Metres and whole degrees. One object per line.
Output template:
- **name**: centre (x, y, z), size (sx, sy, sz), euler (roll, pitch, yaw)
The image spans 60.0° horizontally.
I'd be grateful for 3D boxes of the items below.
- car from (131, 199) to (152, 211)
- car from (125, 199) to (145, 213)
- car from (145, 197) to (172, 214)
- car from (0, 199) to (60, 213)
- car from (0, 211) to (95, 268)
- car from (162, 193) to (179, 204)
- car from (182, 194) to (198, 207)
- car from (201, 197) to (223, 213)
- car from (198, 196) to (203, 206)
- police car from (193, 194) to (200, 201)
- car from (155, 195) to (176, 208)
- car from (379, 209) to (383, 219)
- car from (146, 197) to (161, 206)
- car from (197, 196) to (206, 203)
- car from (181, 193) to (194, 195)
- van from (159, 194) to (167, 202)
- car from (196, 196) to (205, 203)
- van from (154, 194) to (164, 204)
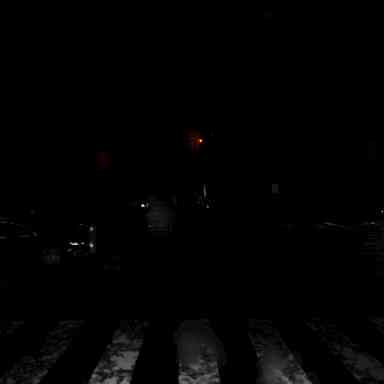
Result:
- **car**: centre (-6.229, 1.556, 41.322), size (2.008, 1.369, 4.403), euler (0, 0, -1)
- **car**: centre (-6.156, 1.555, 36.330), size (2.008, 1.369, 4.403), euler (0, 0, -1)
- **car**: centre (-3.473, 1.568, 34.735), size (1.994, 1.385, 4.181), euler (0, 0, -2)
- **car**: centre (-7.058, 1.303, 14.141), size (5.566, 2.045, 2.150), euler (-2, 1, -1)
- **car**: centre (-5.745, 1.588, 10.918), size (4.892, 1.490, 1.837), euler (-2, 0, -1)
- **car**: centre (-3.795, 1.365, 58.899), size (2.097, 1.767, 4.553), euler (0, 0, -1)
- **car**: centre (-0.524, 1.501, 52.364), size (2.128, 1.511, 4.902), euler (0, 0, -1)
- **car**: centre (2.369, 1.555, 36.451), size (2.008, 1.369, 4.403), euler (0, 0, -1)
- **car**: centre (2.210, 1.552, 47.339), size (1.887, 1.381, 4.507), euler (0, 0, -1)
- **police car**: centre (1.185, 1.461, 90.628), size (1.930, 1.638, 5.238), euler (0, 0, -1)
- **car**: centre (-3.609, 1.484, 44.834), size (1.882, 1.535, 5.008), euler (0, 0, -1)
- **car**: centre (14.625, 1.303, 21.105), size (4.718, 1.301, 1.895), euler (-1, 0, -1)
- **car**: centre (-6.441, 1.577, 55.892), size (1.947, 1.339, 4.313), euler (0, 0, -1)
- **car**: centre (1.907, 1.543, 68.112), size (1.752, 1.417, 4.829), euler (0, 0, -1)
- **car**: centre (-0.957, 1.547, 75.321), size (2.128, 1.511, 4.902), euler (0, 0, -1)
- **van**: centre (-6.757, 1.366, 77.543), size (1.690, 1.788, 3.998), euler (0, 0, -1)
- **car**: centre (1.833, 1.587, 73.231), size (1.947, 1.339, 4.313), euler (0, 0, -1)
- **van**: centre (-6.599, 1.358, 66.717), size (1.690, 1.788, 3.998), euler (0, 0, -1)
